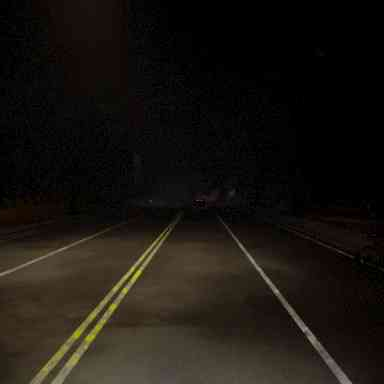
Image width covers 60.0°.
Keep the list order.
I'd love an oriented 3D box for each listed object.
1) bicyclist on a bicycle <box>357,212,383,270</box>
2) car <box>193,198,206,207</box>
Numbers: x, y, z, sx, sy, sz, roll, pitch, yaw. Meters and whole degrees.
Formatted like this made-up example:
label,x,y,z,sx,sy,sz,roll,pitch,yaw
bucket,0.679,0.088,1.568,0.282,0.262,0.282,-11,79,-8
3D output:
label,x,y,z,sx,sy,sz,roll,pitch,yaw
bicyclist on a bicycle,5.410,1.387,9.257,1.656,1.620,0.582,0,0,1
car,1.261,1.817,55.839,2.128,1.511,4.902,0,-7,1
